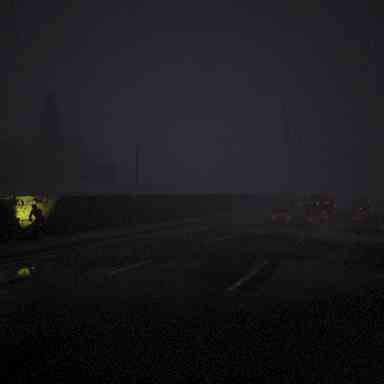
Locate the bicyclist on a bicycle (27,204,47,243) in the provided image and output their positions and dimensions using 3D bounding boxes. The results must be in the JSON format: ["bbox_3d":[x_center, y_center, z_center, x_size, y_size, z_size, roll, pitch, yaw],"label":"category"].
[{"bbox_3d":[-6.480,1.333,13.896,1.656,1.620,0.582,3,6,41],"label":"bicyclist on a bicycle"}]

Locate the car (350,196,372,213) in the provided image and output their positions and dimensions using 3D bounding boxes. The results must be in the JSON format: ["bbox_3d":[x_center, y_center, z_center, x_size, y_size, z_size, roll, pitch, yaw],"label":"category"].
[{"bbox_3d":[19.291,1.505,37.984,1.837,1.490,4.892,0,0,28],"label":"car"}]

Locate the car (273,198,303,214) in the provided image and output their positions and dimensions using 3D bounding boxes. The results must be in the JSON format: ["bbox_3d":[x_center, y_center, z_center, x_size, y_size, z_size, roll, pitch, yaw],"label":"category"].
[{"bbox_3d":[10.235,1.477,35.928,1.882,1.535,5.008,0,0,28],"label":"car"}]

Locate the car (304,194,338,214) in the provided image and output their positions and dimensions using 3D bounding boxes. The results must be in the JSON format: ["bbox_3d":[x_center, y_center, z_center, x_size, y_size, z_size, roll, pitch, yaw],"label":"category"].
[{"bbox_3d":[13.655,1.221,35.042,2.150,2.045,5.566,0,0,29],"label":"car"}]

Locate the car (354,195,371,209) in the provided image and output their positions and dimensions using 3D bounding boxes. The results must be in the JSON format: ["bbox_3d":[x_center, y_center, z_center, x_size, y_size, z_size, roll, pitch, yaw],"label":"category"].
[{"bbox_3d":[24.193,1.352,47.093,2.097,1.767,4.553,0,0,28],"label":"car"}]

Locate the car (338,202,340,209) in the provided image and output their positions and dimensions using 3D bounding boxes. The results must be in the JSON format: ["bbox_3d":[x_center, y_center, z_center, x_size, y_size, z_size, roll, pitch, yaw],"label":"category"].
[{"bbox_3d":[18.220,1.601,43.528,1.895,1.301,4.718,0,0,29],"label":"car"}]
